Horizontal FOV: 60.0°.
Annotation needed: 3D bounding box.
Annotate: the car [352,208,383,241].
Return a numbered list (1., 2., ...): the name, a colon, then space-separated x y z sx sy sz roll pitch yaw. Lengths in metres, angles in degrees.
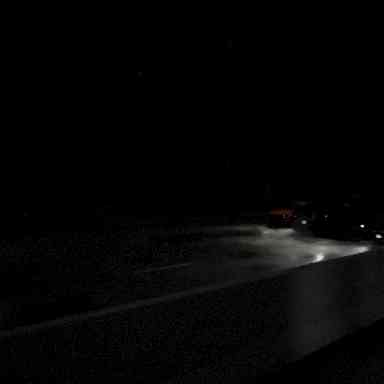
1. car: 9.560 1.519 15.107 4.718 1.301 1.895 0 0 -35

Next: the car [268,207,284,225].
1. car: 7.147 1.387 21.986 5.008 1.535 1.882 0 0 -36

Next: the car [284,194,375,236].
1. car: 7.837 1.139 18.178 5.566 2.045 2.150 0 0 -36
